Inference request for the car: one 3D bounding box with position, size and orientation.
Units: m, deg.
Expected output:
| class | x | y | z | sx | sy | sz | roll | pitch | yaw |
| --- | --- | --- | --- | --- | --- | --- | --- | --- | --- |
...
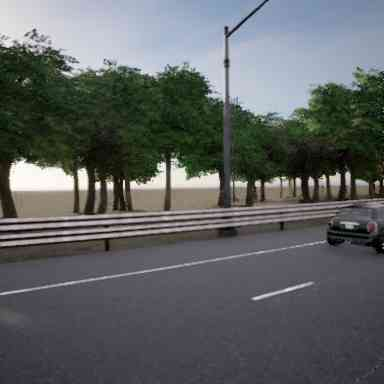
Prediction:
| class | x | y | z | sx | sy | sz | roll | pitch | yaw |
| --- | --- | --- | --- | --- | --- | --- | --- | --- | --- |
| car | 7.476 | 1.245 | 13.376 | 4.553 | 1.767 | 2.097 | -1 | 1 | -35 |
